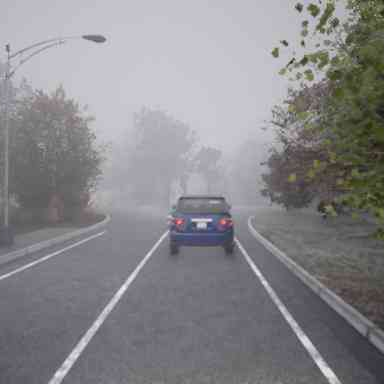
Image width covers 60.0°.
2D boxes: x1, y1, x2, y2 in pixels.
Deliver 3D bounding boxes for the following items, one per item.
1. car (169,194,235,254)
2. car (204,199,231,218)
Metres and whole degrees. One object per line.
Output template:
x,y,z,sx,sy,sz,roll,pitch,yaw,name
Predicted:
0.383,1.072,12.853,2.150,2.045,5.566,0,1,2,car
2.421,1.432,30.225,1.837,1.490,4.892,0,-1,12,car
